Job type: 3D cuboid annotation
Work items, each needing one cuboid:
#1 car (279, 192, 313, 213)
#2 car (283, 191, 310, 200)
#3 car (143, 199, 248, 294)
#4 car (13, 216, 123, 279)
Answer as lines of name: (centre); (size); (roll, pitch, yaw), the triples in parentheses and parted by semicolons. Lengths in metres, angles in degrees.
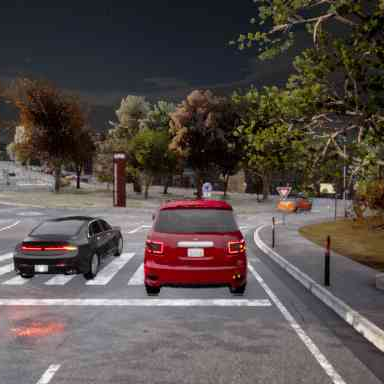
car: (11.272, 1.236, 35.875); (2.097, 1.767, 4.553); (2, 2, 44)
car: (19.428, 0.629, 62.107); (2.033, 1.411, 5.357); (-1, 2, -21)
car: (0.068, 1.197, 8.852); (2.150, 2.045, 5.566); (0, 0, 0)
car: (-3.387, 1.474, 9.974); (1.837, 1.490, 4.892); (0, 0, 1)
